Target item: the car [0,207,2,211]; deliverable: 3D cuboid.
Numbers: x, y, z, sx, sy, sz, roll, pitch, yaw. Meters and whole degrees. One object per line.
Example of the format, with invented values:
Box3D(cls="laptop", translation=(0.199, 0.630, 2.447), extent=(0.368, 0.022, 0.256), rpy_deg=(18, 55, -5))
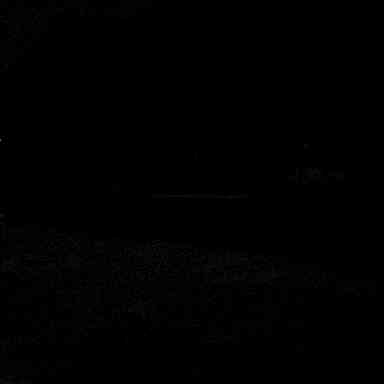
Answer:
Box3D(cls="car", translation=(-20.694, 1.346, 31.428), extent=(1.752, 1.417, 4.829), rpy_deg=(0, -1, 35))
